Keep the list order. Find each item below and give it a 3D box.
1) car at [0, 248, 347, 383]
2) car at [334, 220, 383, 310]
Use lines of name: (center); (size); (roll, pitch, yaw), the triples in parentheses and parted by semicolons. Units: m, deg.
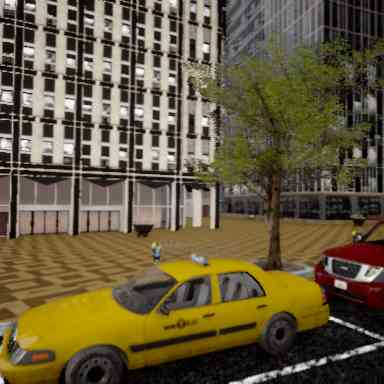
car: (-0.123, 1.665, 5.064); (4.829, 1.417, 1.752); (1, 0, -25)
car: (5.187, 1.500, 7.490); (5.009, 1.841, 2.192); (0, -1, -24)
